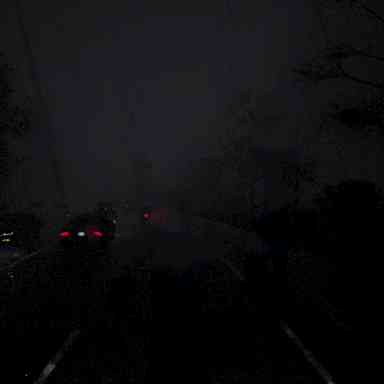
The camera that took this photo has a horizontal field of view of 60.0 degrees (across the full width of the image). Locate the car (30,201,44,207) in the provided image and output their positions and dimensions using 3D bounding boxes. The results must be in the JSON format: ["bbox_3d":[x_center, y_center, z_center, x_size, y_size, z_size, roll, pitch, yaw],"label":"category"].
[{"bbox_3d":[-25.016,2.097,53.622,1.895,1.301,4.718,0,-1,-29],"label":"car"}]

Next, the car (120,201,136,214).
[{"bbox_3d":[-7.800,1.878,41.580,2.128,1.511,4.902,0,-1,-20],"label":"car"}]

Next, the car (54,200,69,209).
[{"bbox_3d":[-21.119,2.025,53.749,1.812,1.442,4.674,0,-1,-28],"label":"car"}]

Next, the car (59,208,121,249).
[{"bbox_3d":[-4.616,1.694,15.288,2.033,1.411,5.357,0,-1,-8],"label":"car"}]

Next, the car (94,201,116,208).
[{"bbox_3d":[-9.073,1.675,34.597,2.097,1.767,4.553,0,-1,-17],"label":"car"}]

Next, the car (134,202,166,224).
[{"bbox_3d":[-3.342,1.798,27.159,2.033,1.411,5.357,0,-1,-13],"label":"car"}]

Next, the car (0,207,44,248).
[{"bbox_3d":[-8.447,1.661,15.608,1.837,1.490,4.892,0,-1,-9],"label":"car"}]
